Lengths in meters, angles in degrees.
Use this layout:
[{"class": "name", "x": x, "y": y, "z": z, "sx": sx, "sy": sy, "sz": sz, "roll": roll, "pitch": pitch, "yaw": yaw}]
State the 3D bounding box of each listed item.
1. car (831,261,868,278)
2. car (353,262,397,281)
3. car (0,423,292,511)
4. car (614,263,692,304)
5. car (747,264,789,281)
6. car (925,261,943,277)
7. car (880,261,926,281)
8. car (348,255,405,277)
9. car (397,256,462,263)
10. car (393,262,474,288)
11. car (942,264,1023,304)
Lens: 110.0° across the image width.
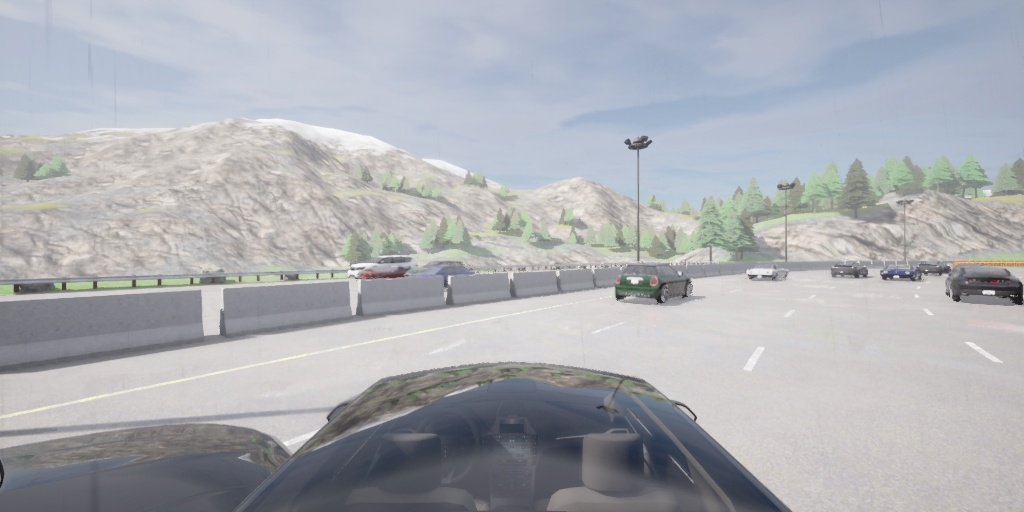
[{"class": "car", "x": 31.370, "y": 1.241, "z": 33.320, "sx": 4.902, "sy": 1.511, "sz": 2.128, "roll": 0, "pitch": 0, "yaw": -35}, {"class": "car", "x": -8.640, "y": 1.351, "z": 26.218, "sx": 1.895, "sy": 1.301, "sz": 4.718, "roll": 0, "pitch": 0, "yaw": 43}, {"class": "car", "x": -2.982, "y": 1.255, "z": 0.505, "sx": 4.892, "sy": 1.490, "sz": 1.837, "roll": 0, "pitch": 0, "yaw": -45}, {"class": "car", "x": 6.631, "y": 1.103, "z": 16.630, "sx": 2.097, "sy": 1.767, "sz": 4.553, "roll": 0, "pitch": 0, "yaw": 43}, {"class": "car", "x": 21.904, "y": 1.351, "z": 30.590, "sx": 4.718, "sy": 1.301, "sz": 1.895, "roll": 0, "pitch": 0, "yaw": -39}, {"class": "car", "x": 43.308, "y": 1.241, "z": 36.844, "sx": 4.902, "sy": 1.511, "sz": 2.128, "roll": 0, "pitch": 0, "yaw": -31}, {"class": "car", "x": 32.304, "y": 1.351, "z": 29.710, "sx": 4.718, "sy": 1.301, "sz": 1.895, "roll": 0, "pitch": 0, "yaw": -35}, {"class": "car", "x": -10.400, "y": 0.971, "z": 29.463, "sx": 2.150, "sy": 2.045, "sz": 5.566, "roll": 0, "pitch": 0, "yaw": 43}, {"class": "car", "x": -5.135, "y": 1.102, "z": 24.805, "sx": 2.097, "sy": 1.767, "sz": 4.553, "roll": 0, "pitch": 0, "yaw": 43}, {"class": "car", "x": -4.136, "y": 1.275, "z": 20.748, "sx": 1.812, "sy": 1.442, "sz": 4.674, "roll": 0, "pitch": 0, "yaw": 43}, {"class": "car", "x": 21.374, "y": 1.254, "z": 16.369, "sx": 4.892, "sy": 1.490, "sz": 1.837, "roll": 0, "pitch": 0, "yaw": -43}]
